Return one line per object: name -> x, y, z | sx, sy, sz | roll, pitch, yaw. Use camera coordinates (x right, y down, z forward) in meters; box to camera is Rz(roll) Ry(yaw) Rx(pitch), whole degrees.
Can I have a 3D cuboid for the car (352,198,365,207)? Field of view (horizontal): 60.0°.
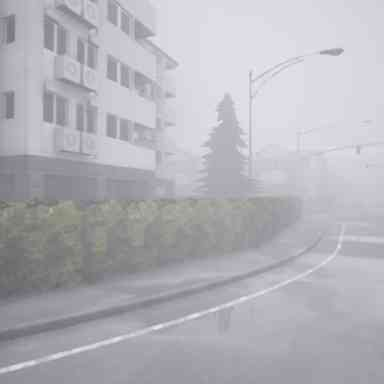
car -> 32.575, 2.028, 65.058 | 2.097, 1.767, 4.553 | 0, 0, 26
